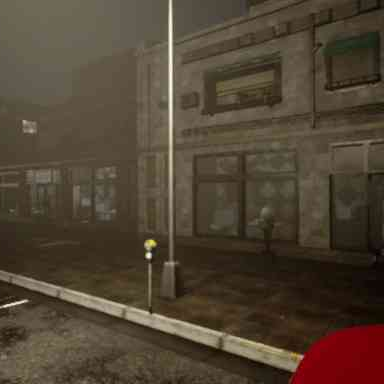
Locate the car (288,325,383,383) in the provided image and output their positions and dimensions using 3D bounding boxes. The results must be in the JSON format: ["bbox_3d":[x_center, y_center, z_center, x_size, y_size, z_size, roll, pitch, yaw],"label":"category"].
[{"bbox_3d":[2.710,1.315,0.947,5.009,1.841,2.192,0,0,35],"label":"car"}]
